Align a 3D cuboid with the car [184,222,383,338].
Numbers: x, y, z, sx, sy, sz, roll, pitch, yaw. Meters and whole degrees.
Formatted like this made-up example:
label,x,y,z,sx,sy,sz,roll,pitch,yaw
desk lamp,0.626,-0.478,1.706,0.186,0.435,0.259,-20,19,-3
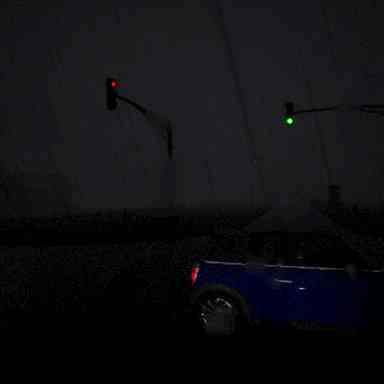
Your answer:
label,x,y,z,sx,sy,sz,roll,pitch,yaw
car,2.227,1.420,5.966,4.553,1.767,2.097,-2,0,17
